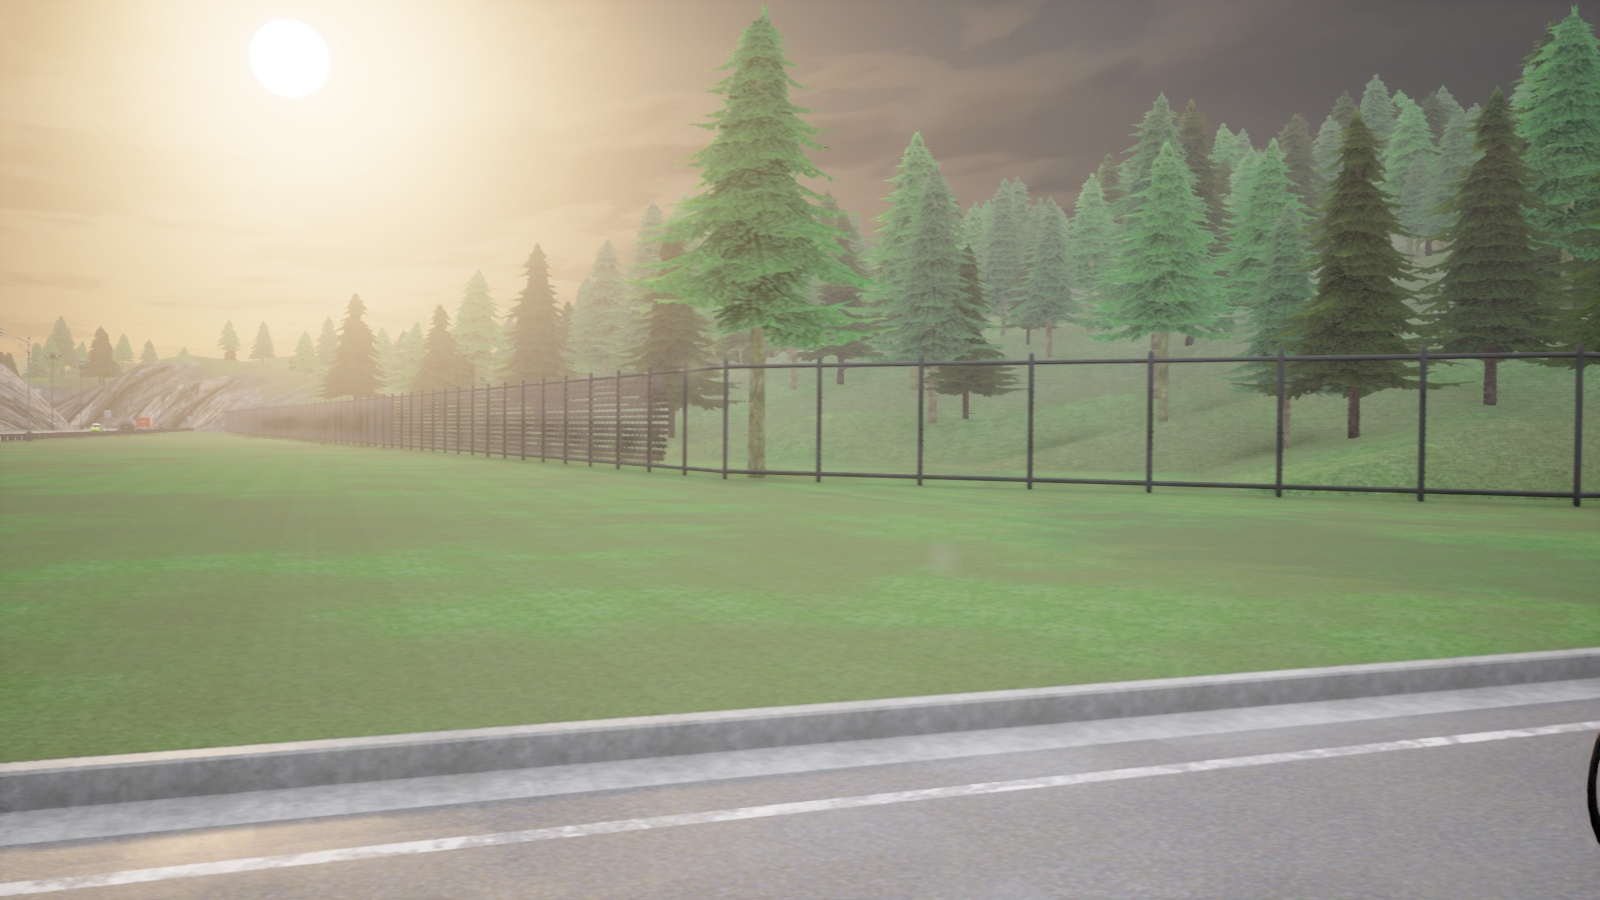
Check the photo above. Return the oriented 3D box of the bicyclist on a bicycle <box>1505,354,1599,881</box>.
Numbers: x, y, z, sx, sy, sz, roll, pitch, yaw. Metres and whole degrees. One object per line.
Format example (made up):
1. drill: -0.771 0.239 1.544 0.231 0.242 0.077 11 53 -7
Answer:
1. bicyclist on a bicycle: 3.540 0.556 4.582 1.843 1.776 0.659 -1 1 -21
